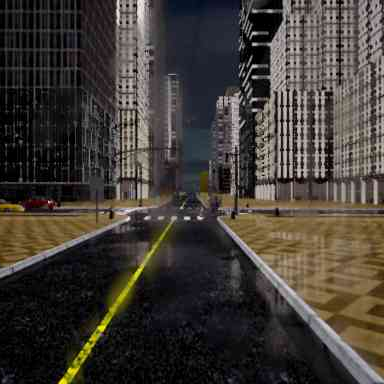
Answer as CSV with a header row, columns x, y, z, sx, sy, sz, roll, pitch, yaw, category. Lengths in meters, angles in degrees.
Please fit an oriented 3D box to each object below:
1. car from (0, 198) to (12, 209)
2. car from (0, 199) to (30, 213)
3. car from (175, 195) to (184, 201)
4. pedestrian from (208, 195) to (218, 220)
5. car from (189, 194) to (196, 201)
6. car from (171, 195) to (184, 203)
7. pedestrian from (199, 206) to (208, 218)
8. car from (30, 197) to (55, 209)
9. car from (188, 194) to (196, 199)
x,y,z,sx,sy,sz,roll,pitch,yaw,category
-24.860,1.401,40.847,4.403,1.369,2.008,0,0,-1,car
-18.877,1.386,32.331,4.829,1.417,1.752,0,0,-1,car
-2.957,1.455,81.020,2.033,1.411,5.357,0,0,0,car
1.672,1.268,26.629,0.375,1.860,0.375,0,0,0,pedestrian
0.045,1.445,83.163,2.033,1.411,5.357,0,0,0,car
-2.998,1.286,65.571,2.097,1.767,4.553,0,0,1,car
0.843,1.648,27.883,0.500,1.100,0.500,0,0,0,pedestrian
-19.183,1.324,40.968,4.097,1.590,1.967,0,0,-1,car
0.051,1.258,93.584,2.128,1.511,4.902,0,0,0,car
